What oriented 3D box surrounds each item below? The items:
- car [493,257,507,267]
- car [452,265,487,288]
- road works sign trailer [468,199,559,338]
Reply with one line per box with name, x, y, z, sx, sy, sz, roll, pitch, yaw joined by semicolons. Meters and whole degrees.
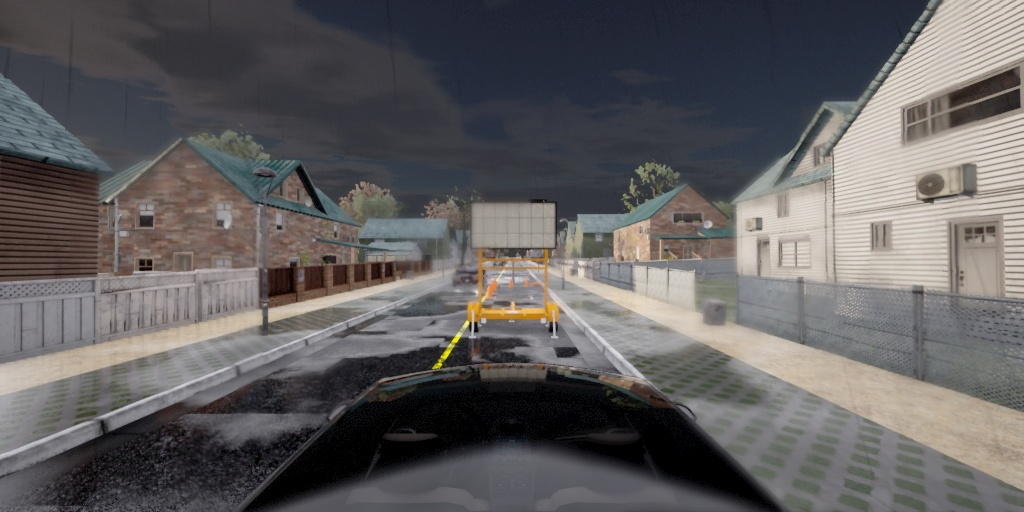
car;-2.488;1.238;64.878;2.128;1.511;4.902;0;0;1
car;-2.737;1.319;23.939;1.994;1.385;4.181;0;0;0
road works sign trailer;0.043;0.217;10.127;2.380;3.560;2.880;0;0;0
